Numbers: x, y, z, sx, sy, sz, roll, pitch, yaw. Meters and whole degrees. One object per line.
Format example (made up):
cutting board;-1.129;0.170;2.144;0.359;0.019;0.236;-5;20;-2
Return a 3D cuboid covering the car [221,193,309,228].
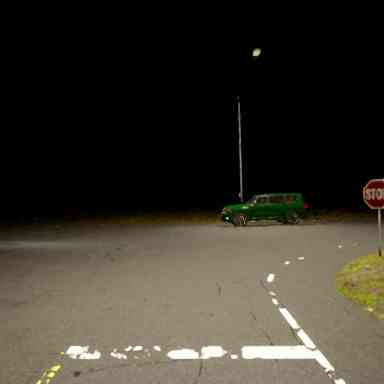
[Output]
car;4.701;1.157;21.718;5.566;2.045;2.150;-2;-1;-1
